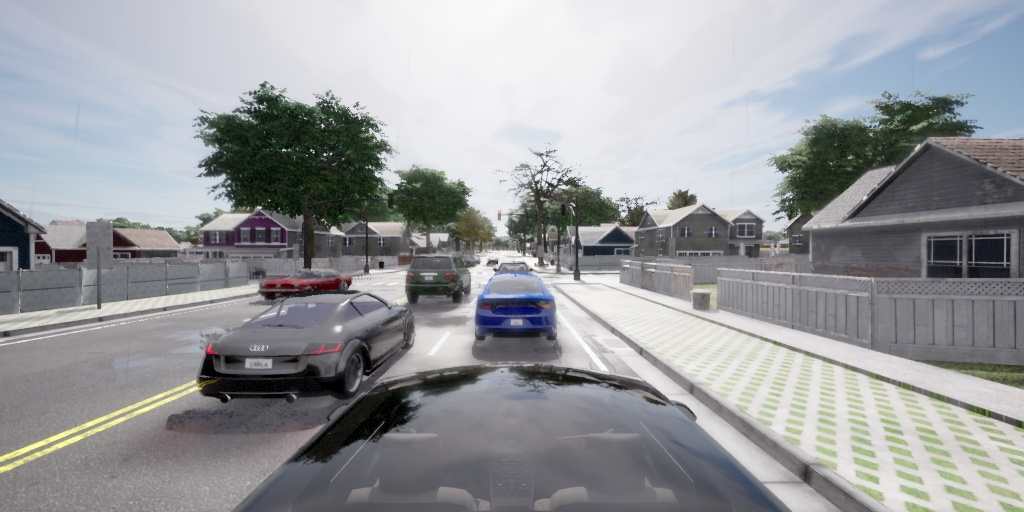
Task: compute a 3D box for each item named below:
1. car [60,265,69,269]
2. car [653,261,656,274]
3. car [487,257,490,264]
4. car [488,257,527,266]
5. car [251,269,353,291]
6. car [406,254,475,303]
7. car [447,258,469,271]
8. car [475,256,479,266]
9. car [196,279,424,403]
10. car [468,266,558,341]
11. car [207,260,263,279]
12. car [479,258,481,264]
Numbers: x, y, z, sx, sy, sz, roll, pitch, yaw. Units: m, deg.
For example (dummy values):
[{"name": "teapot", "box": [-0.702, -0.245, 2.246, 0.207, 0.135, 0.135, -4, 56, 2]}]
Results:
[{"name": "car", "box": [-39.288, 1.372, 30.260, 5.008, 1.535, 1.882, -1, 0, 6]}, {"name": "car", "box": [12.668, 1.091, 32.544, 4.718, 1.301, 1.895, 0, 1, 1]}, {"name": "car", "box": [-3.254, 0.818, 62.517, 1.895, 1.301, 4.718, 0, 1, 0]}, {"name": "car", "box": [0.071, 1.039, 18.852, 2.097, 1.767, 4.553, 0, 0, 0]}, {"name": "car", "box": [-9.621, 1.299, 17.135, 1.895, 1.301, 4.718, 0, 0, 3]}, {"name": "car", "box": [-3.176, 0.925, 16.360, 2.150, 2.045, 5.566, 0, 0, 0]}, {"name": "car", "box": [-6.673, 1.007, 44.809, 2.033, 1.411, 5.357, 0, 1, 0]}, {"name": "car", "box": [-6.672, 0.710, 54.246, 2.097, 1.767, 4.553, 0, 1, 0]}, {"name": "car", "box": [-3.158, 1.308, 6.479, 1.994, 1.385, 4.181, 0, 0, 0]}, {"name": "car", "box": [0.087, 1.212, 9.897, 1.882, 1.535, 5.008, 0, 0, 0]}, {"name": "car", "box": [-22.678, 1.139, 29.229, 4.553, 1.767, 2.097, 0, 1, 2]}, {"name": "car", "box": [-6.666, 0.721, 64.526, 2.033, 1.411, 5.357, 0, 1, 0]}]
